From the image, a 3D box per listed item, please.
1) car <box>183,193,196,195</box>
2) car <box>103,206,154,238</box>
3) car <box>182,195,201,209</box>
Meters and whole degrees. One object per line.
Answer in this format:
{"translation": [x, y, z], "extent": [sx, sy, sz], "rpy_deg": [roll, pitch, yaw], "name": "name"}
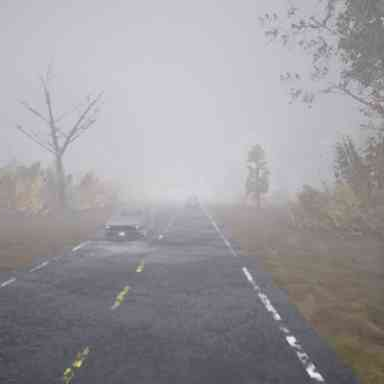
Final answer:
{"translation": [0.086, 1.127, 52.583], "extent": [2.097, 1.767, 4.553], "rpy_deg": [0, 0, 0], "name": "car"}
{"translation": [-3.105, 1.473, 17.400], "extent": [2.033, 1.411, 5.357], "rpy_deg": [0, 0, 0], "name": "car"}
{"translation": [0.090, 1.383, 42.424], "extent": [1.994, 1.385, 4.181], "rpy_deg": [0, 0, 0], "name": "car"}
